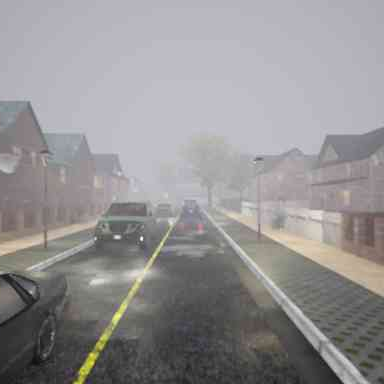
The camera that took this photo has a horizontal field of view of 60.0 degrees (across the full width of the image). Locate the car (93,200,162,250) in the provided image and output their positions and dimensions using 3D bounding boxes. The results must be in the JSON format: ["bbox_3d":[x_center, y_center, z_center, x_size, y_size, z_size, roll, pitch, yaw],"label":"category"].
[{"bbox_3d":[-2.901,1.433,15.684,2.150,2.045,5.566,0,-1,0],"label":"car"}]

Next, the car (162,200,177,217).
[{"bbox_3d":[-3.003,1.948,36.831,1.882,1.535,5.008,0,-1,0],"label":"car"}]

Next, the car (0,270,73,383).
[{"bbox_3d":[-2.859,1.595,3.202,2.033,1.411,5.357,0,-1,0],"label":"car"}]

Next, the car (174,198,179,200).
[{"bbox_3d":[-3.087,2.062,79.066,2.097,1.767,4.553,0,-1,0],"label":"car"}]

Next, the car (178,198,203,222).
[{"bbox_3d":[-0.056,1.750,30.961,2.097,1.767,4.553,0,-1,0],"label":"car"}]
